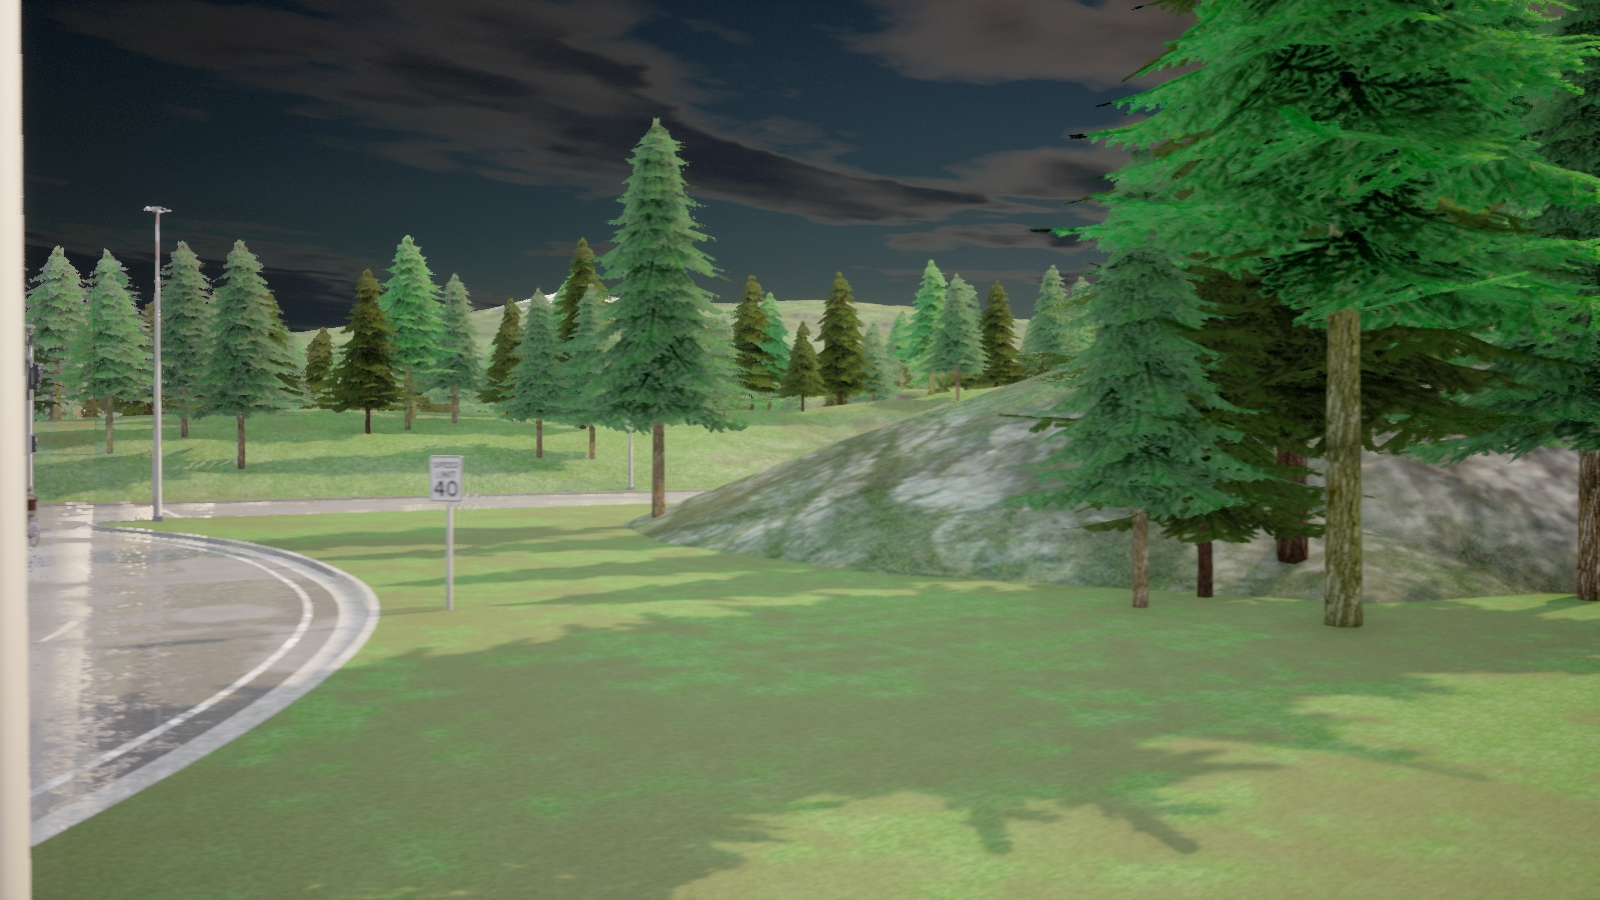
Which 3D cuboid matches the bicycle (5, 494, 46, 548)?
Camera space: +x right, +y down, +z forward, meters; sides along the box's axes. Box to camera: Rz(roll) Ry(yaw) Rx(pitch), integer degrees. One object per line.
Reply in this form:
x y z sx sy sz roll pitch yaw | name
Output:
-22.573 2.060 33.290 1.835 1.471 0.329 0 1 34 | bicycle
